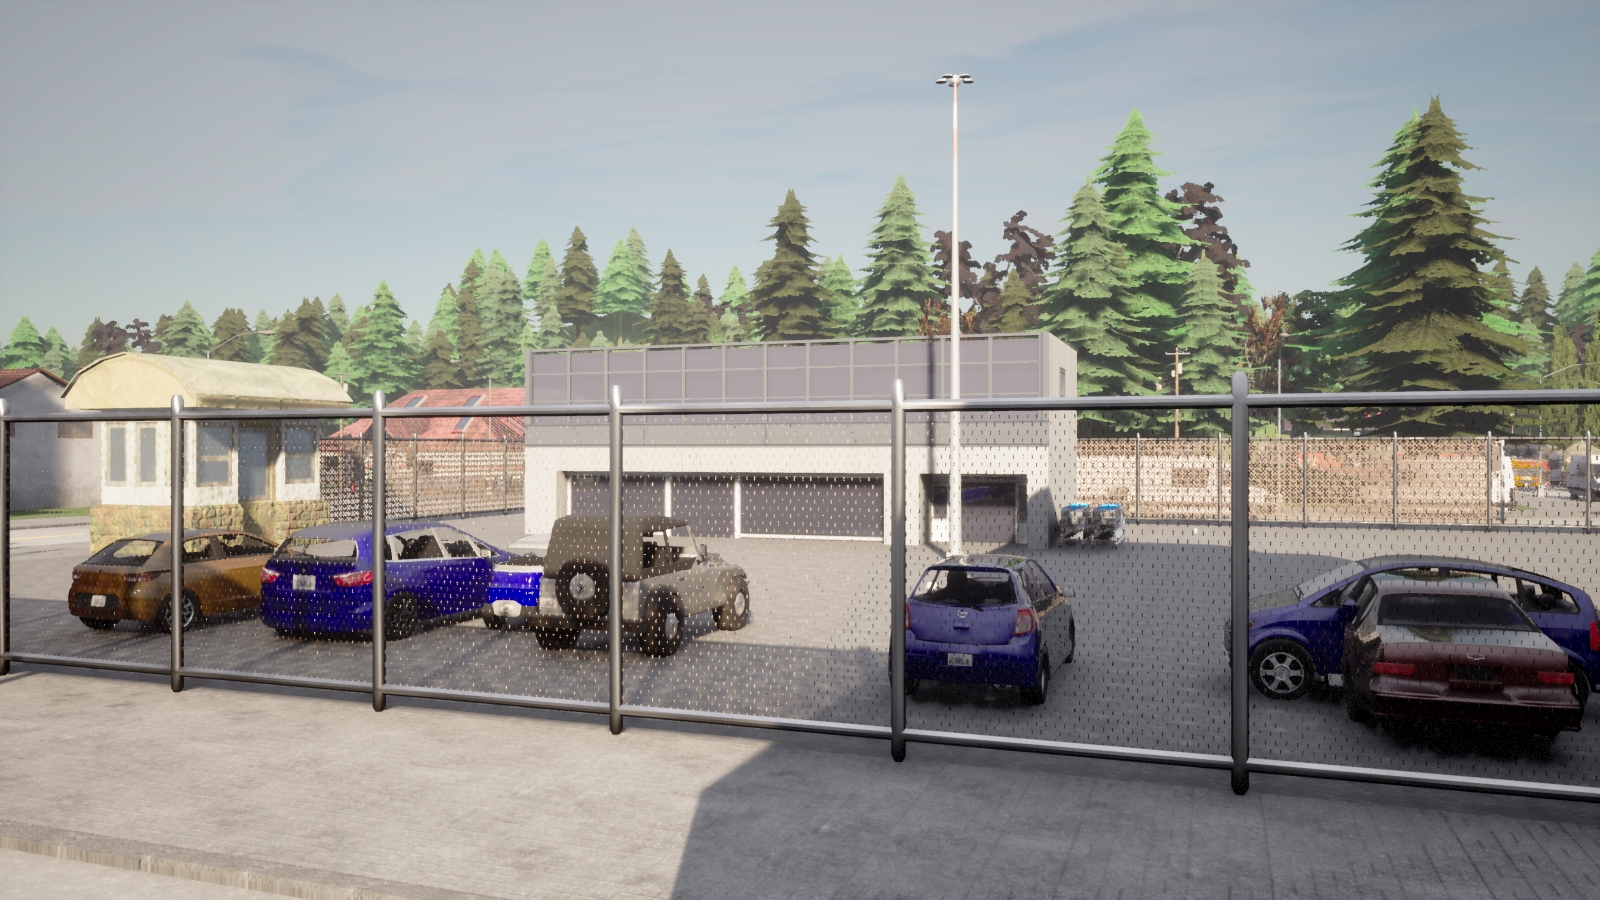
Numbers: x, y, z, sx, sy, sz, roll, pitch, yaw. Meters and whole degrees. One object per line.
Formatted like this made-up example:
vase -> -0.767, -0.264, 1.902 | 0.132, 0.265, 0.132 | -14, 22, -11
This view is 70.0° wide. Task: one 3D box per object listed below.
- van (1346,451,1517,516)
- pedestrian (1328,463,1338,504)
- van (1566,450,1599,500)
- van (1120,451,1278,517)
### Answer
van -> 25.631, 1.313, 46.659 | 5.915, 2.561, 1.988 | 0, 0, 21
pedestrian -> 24.538, 1.527, 52.598 | 0.375, 1.860, 0.375 | 0, 0, 23
van -> 44.037, 1.311, 62.683 | 1.988, 2.561, 5.915 | 0, 1, 20
van -> 16.090, 1.314, 46.209 | 5.915, 2.561, 1.988 | 0, 0, 20
